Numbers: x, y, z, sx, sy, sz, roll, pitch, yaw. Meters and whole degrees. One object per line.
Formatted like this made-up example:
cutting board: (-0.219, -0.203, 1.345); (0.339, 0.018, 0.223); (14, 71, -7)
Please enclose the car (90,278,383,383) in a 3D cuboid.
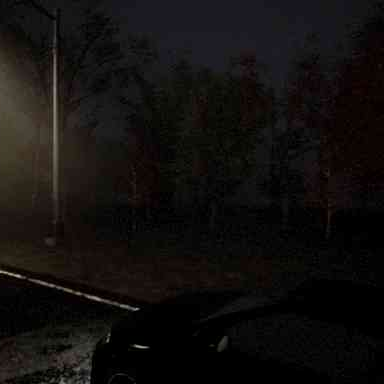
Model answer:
car: (1.019, 1.532, 2.973); (4.181, 1.385, 1.994); (1, 0, 36)
